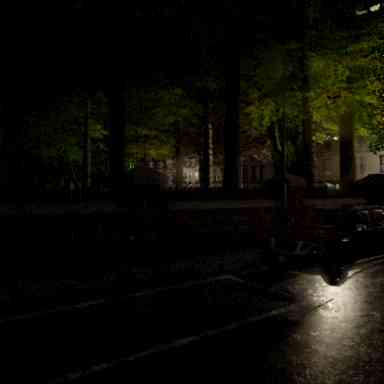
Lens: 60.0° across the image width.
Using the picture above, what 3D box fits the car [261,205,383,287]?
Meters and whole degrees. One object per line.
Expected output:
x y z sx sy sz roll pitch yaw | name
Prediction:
4.247 1.313 9.558 5.009 1.841 2.192 0 0 -35 | car
